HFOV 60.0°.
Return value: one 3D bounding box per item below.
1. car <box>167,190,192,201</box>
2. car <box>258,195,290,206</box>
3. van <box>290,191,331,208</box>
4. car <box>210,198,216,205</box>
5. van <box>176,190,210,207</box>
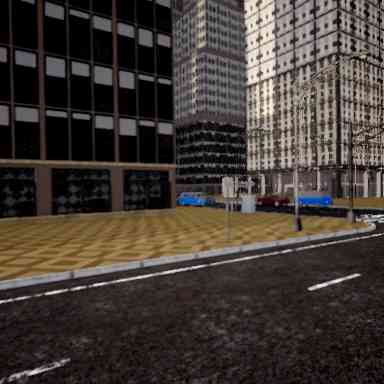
[{"bbox_3d":[-2.276,0.650,59.772,2.192,1.841,5.009,-1,1,-34],"label":"car"},{"bbox_3d":[10.160,0.989,41.439,1.887,1.381,4.507,-1,1,-34],"label":"car"},{"bbox_3d":[13.336,0.810,36.900,1.690,1.788,3.998,-1,1,-34],"label":"van"},{"bbox_3d":[1.191,1.003,44.333,1.882,1.535,5.008,-1,1,-34],"label":"car"},{"bbox_3d":[0.096,0.928,41.314,1.690,1.788,3.998,-1,1,-34],"label":"van"}]
